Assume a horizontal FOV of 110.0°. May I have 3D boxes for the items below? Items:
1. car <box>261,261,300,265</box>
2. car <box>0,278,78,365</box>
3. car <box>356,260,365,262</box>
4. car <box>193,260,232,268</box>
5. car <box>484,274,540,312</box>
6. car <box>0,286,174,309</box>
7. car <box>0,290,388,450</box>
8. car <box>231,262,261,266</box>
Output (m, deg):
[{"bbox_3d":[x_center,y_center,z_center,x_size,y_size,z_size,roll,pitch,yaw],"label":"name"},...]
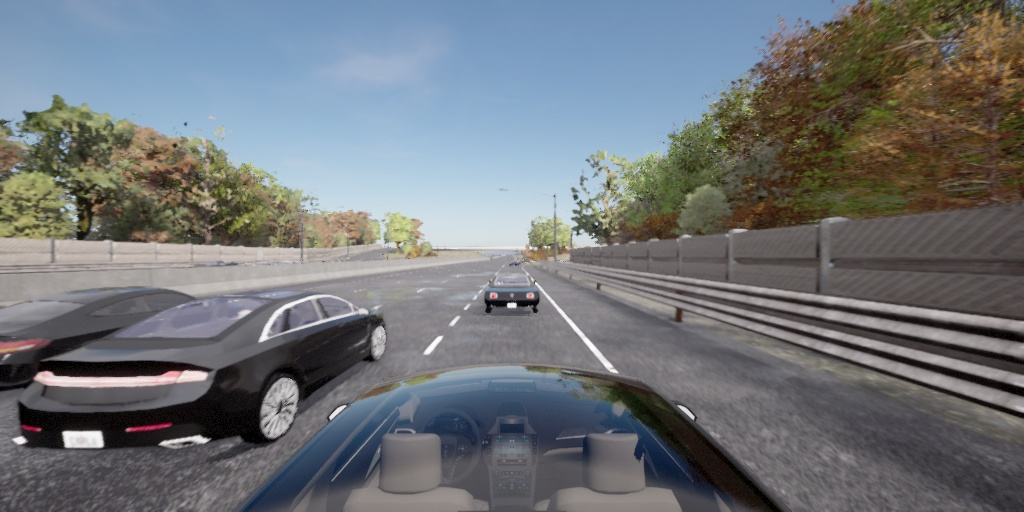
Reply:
[{"bbox_3d":[-24.521,1.275,39.024,1.812,1.442,4.674,0,0,1],"label":"car"},{"bbox_3d":[-10.398,1.237,5.267,2.128,1.511,4.902,0,0,0],"label":"car"},{"bbox_3d":[-21.042,1.307,49.478,2.033,1.411,5.357,0,0,1],"label":"car"},{"bbox_3d":[-31.524,1.235,38.349,2.128,1.511,4.902,0,0,1],"label":"car"},{"bbox_3d":[0.002,1.341,14.025,1.895,1.301,4.718,0,0,0],"label":"car"},{"bbox_3d":[-6.914,1.270,6.532,1.812,1.442,4.674,0,0,0],"label":"car"},{"bbox_3d":[-3.398,1.238,5.267,2.128,1.511,4.902,0,0,0],"label":"car"},{"bbox_3d":[-28.013,1.349,39.708,1.895,1.301,4.718,0,0,0],"label":"car"}]
